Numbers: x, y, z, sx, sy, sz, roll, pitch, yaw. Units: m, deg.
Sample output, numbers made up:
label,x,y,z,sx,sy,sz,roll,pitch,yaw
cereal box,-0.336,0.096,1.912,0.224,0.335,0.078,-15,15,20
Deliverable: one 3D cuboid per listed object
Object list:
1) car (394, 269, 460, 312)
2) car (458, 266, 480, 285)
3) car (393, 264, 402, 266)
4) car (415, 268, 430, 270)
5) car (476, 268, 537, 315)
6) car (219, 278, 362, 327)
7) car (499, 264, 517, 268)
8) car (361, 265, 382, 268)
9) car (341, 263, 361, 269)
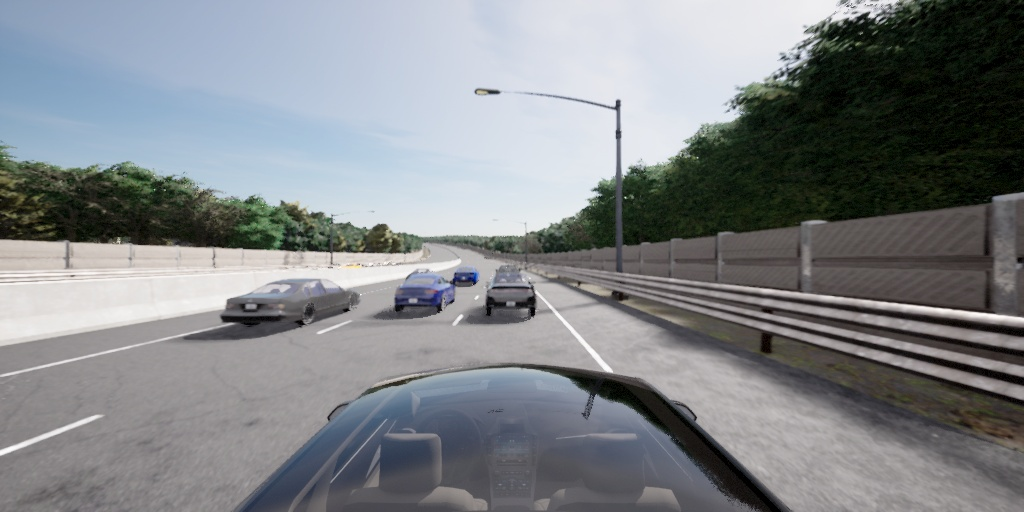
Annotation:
label,x,y,z,sx,sy,sz,roll,pitch,yaw
car,-3.540,1.462,15.137,1.812,1.442,4.674,0,-1,0
car,-3.832,1.619,30.683,1.882,1.535,5.008,0,0,-1
car,-18.996,2.027,58.986,1.994,1.385,4.181,0,-1,-2
car,-7.316,1.700,29.749,1.994,1.385,4.181,0,-1,-1
car,-0.043,1.415,14.360,2.128,1.511,4.902,0,-1,0
car,-7.036,1.445,12.171,2.033,1.411,5.357,0,-1,0
car,-0.312,1.473,29.385,2.097,1.767,4.553,0,-1,-1
car,-22.463,2.068,58.535,1.895,1.301,4.718,0,-1,-2
car,-25.956,1.949,58.239,1.882,1.535,5.008,0,-1,-2
